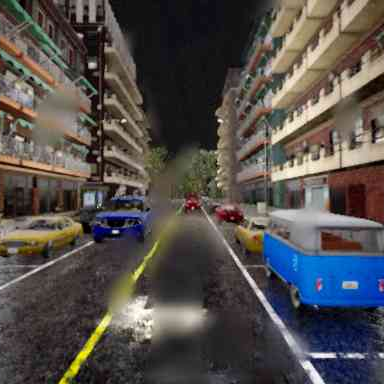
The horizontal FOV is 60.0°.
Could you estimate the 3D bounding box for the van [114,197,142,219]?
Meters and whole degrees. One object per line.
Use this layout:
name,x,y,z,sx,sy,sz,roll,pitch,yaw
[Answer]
van,-5.689,1.399,29.845,1.690,1.788,3.998,1,0,0

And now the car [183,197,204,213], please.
car,0.085,1.601,38.481,1.812,1.442,4.674,0,0,0

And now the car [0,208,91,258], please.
car,-5.684,1.550,12.961,1.752,1.417,4.829,1,0,0

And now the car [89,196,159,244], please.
car,-3.090,1.252,16.224,2.150,2.045,5.566,0,0,0

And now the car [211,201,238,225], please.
car,2.671,1.592,24.237,1.887,1.381,4.507,1,0,0

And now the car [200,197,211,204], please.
car,2.812,1.685,68.806,2.008,1.369,4.403,1,0,0

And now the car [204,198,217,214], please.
car,2.654,1.635,35.379,1.947,1.339,4.313,1,0,0

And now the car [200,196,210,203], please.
car,2.810,1.696,74.377,2.008,1.369,4.403,1,0,0

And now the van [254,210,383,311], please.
van,2.703,1.356,7.524,1.690,1.788,3.998,1,0,0

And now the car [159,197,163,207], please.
car,-5.697,1.641,46.559,2.008,1.369,4.403,1,0,0

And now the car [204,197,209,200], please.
car,2.652,1.662,40.951,1.802,1.307,4.206,1,0,0

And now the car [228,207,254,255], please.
car,2.703,1.551,13.265,1.752,1.417,4.829,1,0,0

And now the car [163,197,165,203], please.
car,-5.700,1.683,52.129,1.802,1.307,4.206,1,0,0

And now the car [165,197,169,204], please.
car,-5.794,1.717,69.246,1.802,1.307,4.206,1,0,0

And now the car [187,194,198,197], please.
car,0.083,1.325,52.790,2.150,2.045,5.566,0,0,0

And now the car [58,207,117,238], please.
car,-5.687,1.602,18.703,1.947,1.339,4.313,1,0,0

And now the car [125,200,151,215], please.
car,-5.693,1.620,35.415,2.008,1.369,4.403,1,0,0
